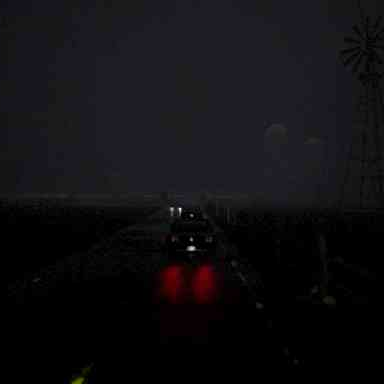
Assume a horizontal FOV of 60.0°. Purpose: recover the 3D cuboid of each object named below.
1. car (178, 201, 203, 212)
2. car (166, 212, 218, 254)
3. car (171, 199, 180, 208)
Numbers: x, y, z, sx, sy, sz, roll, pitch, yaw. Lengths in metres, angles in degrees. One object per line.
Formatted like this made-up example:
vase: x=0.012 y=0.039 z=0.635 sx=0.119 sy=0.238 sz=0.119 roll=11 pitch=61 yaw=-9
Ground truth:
car: x=-0.013 y=1.764 z=29.460 sx=1.882 sy=1.535 sz=5.008 roll=0 pitch=0 yaw=0
car: x=-0.007 y=1.740 z=14.093 sx=1.895 sy=1.301 sz=4.718 roll=0 pitch=-1 yaw=0
car: x=-2.791 y=2.093 z=60.357 sx=1.812 sy=1.442 sz=4.674 roll=0 pitch=-1 yaw=0
